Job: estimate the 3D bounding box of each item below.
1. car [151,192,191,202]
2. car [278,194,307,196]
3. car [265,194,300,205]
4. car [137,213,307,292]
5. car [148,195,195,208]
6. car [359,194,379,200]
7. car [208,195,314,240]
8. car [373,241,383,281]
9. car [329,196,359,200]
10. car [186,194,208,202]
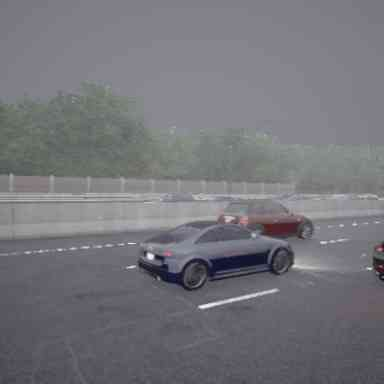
[{"bbox_3d":[-1.817,0.836,32.270,4.553,1.767,2.097,0,1,-33],"label":"car"},{"bbox_3d":[13.444,1.085,42.379,4.902,1.511,2.128,0,1,-33],"label":"car"},{"bbox_3d":[12.493,1.031,45.937,4.892,1.490,1.837,1,1,-33],"label":"car"},{"bbox_3d":[0.724,1.439,8.653,4.181,1.385,1.994,0,1,-34],"label":"car"},{"bbox_3d":[-2.196,1.021,36.212,4.718,1.301,1.895,0,1,-33],"label":"car"},{"bbox_3d":[27.010,1.038,51.330,4.674,1.442,1.812,1,1,-34],"label":"car"},{"bbox_3d":[3.248,1.183,14.527,4.553,1.767,2.097,0,1,-34],"label":"car"},{"bbox_3d":[6.415,1.484,8.233,4.892,1.490,1.837,0,1,-34],"label":"car"},{"bbox_3d":[18.267,1.217,41.352,4.674,1.442,1.812,1,1,-33],"label":"car"},{"bbox_3d":[2.475,1.125,30.918,5.357,1.411,2.033,0,1,-33],"label":"car"}]
